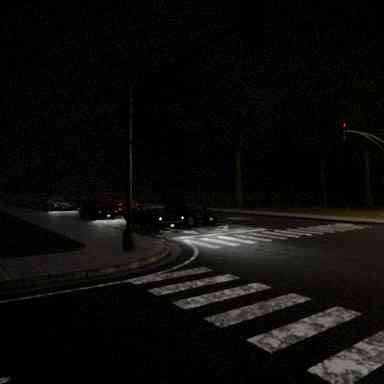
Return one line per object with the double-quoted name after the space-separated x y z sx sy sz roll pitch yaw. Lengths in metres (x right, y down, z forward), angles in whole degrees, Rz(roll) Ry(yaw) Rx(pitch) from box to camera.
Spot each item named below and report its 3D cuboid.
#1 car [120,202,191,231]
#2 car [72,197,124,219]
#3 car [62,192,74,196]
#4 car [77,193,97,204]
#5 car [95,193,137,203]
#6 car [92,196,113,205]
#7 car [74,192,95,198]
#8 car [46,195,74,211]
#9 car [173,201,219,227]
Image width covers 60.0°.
-2.369 1.539 20.242 1.895 1.301 4.718 0 0 -36 "car"
-8.042 1.451 28.061 2.033 1.411 5.357 0 0 -36 "car"
-21.443 1.033 57.730 2.150 2.045 5.566 0 0 -36 "car"
-18.779 1.156 59.593 2.097 1.767 4.553 0 0 -36 "car"
-7.187 1.108 32.412 2.150 2.045 5.566 0 0 -36 "car"
-14.570 1.342 53.840 1.812 1.442 4.674 0 0 -36 "car"
-15.626 1.181 49.813 2.097 1.767 4.553 0 0 -35 "car"
-15.419 1.391 38.231 1.812 1.442 4.674 0 1 -36 "car"
-0.219 1.405 22.818 1.882 1.535 5.008 0 0 -35 "car"
